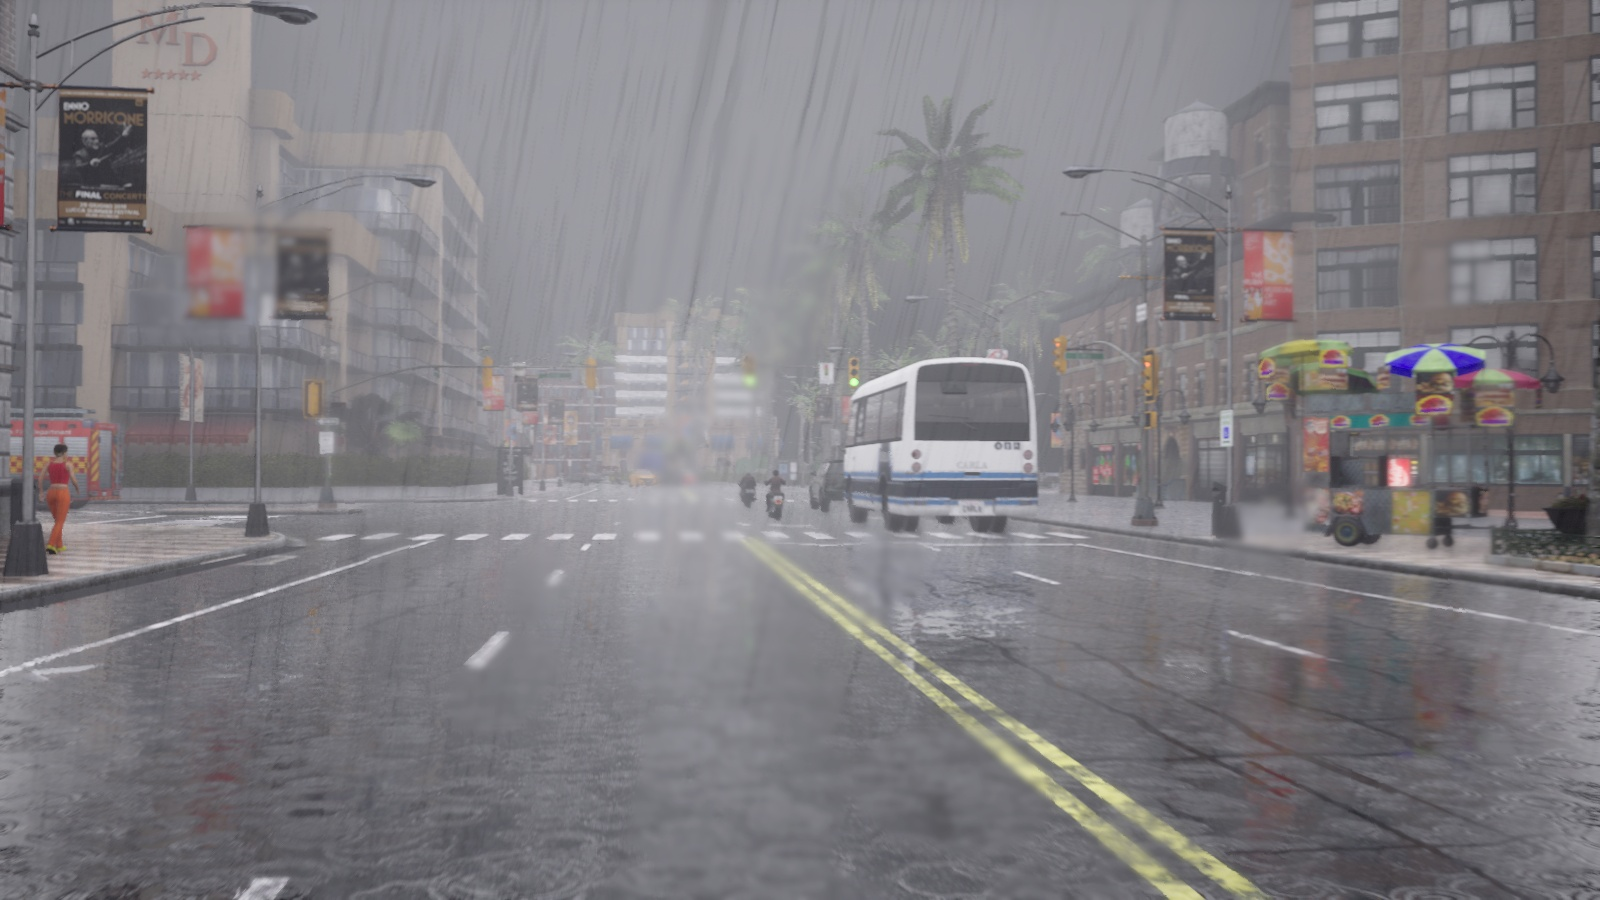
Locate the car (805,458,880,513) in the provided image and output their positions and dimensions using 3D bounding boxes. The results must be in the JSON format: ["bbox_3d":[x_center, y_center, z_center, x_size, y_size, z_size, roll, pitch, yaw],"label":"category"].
[{"bbox_3d":[1.616,1.361,49.898,2.150,2.045,5.566,0,-1,-7],"label":"car"}]

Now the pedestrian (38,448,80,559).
[{"bbox_3d":[-12.369,0.885,20.978,0.345,1.836,0.594,0,-1,0],"label":"pedestrian"}]

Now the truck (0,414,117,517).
[{"bbox_3d":[-30.973,0.603,47.607,8.468,3.827,2.891,0,-1,-7],"label":"truck"}]

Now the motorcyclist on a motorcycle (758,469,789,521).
[{"bbox_3d":[-0.877,1.456,40.967,0.766,1.649,2.350,0,-1,-7],"label":"motorcyclist on a motorcycle"}]

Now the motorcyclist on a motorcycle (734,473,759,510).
[{"bbox_3d":[-2.269,1.749,53.036,0.866,1.530,2.191,0,-1,-7],"label":"motorcyclist on a motorcycle"}]

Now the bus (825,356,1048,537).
[{"bbox_3d":[3.347,0.005,34.852,3.944,4.253,10.273,0,-1,-7],"label":"bus"}]
